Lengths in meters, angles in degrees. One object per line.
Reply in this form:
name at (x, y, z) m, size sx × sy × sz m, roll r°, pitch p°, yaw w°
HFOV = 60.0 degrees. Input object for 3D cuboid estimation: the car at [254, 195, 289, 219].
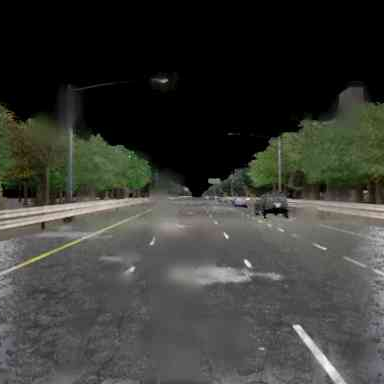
car at (7.025, 1.238, 29.834) m, size 2.150 × 2.045 × 5.566 m, roll 0°, pitch 0°, yaw 0°

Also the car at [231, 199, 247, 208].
car at (7.092, 1.673, 50.378) m, size 1.994 × 1.385 × 4.181 m, roll 0°, pitch 0°, yaw 0°

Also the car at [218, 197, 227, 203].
car at (7.271, 1.970, 80.078) m, size 2.033 × 1.411 × 5.357 m, roll 0°, pitch -1°, yaw 0°
